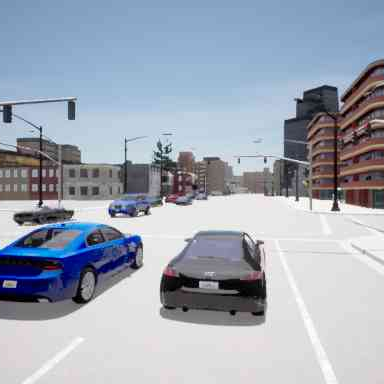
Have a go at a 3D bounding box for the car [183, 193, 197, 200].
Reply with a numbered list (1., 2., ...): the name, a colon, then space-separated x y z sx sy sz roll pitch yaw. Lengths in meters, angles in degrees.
1. car: -0.394 0.982 72.646 2.033 1.411 5.357 0 1 11

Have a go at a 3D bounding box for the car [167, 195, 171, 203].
1. car: -3.405 1.192 57.507 1.882 1.535 5.008 0 1 11

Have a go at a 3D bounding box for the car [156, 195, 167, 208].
1. car: -5.557 1.230 46.538 2.097 1.767 4.553 0 1 11

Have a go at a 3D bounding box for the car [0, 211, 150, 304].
1. car: -2.747 1.478 8.312 1.882 1.535 5.008 0 0 11

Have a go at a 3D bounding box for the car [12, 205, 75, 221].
1. car: -10.518 1.590 23.890 1.895 1.301 4.718 -1 0 12

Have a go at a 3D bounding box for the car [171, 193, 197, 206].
1. car: -1.185 1.359 50.693 2.033 1.411 5.357 0 1 11

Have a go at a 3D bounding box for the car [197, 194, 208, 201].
1. car: 2.020 1.061 66.842 1.812 1.442 4.674 0 1 11

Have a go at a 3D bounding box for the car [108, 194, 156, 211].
1. car: -5.479 1.185 29.948 2.150 2.045 5.566 0 0 13

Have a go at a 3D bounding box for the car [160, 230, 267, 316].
1. car: 0.690 1.564 7.665 1.994 1.385 4.181 0 0 12
